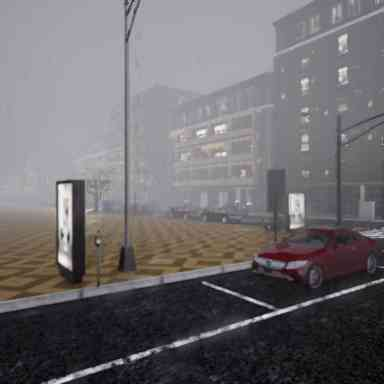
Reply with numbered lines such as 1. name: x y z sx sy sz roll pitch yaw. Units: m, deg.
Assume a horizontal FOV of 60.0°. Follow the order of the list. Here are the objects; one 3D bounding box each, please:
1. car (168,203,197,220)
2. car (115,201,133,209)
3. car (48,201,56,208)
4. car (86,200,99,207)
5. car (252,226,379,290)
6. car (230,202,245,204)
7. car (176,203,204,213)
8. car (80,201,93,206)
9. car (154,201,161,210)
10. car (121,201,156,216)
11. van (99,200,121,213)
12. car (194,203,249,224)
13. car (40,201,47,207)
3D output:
1. car: -0.733 2.054 33.423 2.008 1.369 4.403 -1 0 -36
2. car: -13.467 2.548 65.466 1.802 1.307 4.206 -1 0 -36
3. car: -30.062 2.790 74.070 2.008 1.369 4.403 -1 0 -36
4. car: -23.281 2.653 78.990 1.967 1.590 4.097 -1 0 -36
5. car: 3.500 1.618 9.071 4.206 1.307 1.802 0 -1 -36
6. car: 4.944 1.949 40.306 1.967 1.590 4.097 -1 0 -36
7. car: -0.322 2.221 47.482 1.802 1.307 4.206 -1 0 -36
8. car: -26.548 2.861 83.497 1.947 1.339 4.313 -1 0 -36
9. car: -6.925 2.243 56.454 1.967 1.590 4.097 -1 0 -36
10. car: -6.821 2.200 41.891 1.887 1.381 4.507 -1 0 -36
11. van: -11.748 2.121 48.772 1.690 1.788 3.998 -1 0 -36
12. car: 2.537 1.973 28.915 2.008 1.369 4.403 -1 0 -36
13. car: -36.603 2.949 83.085 1.887 1.381 4.507 -1 0 -36
